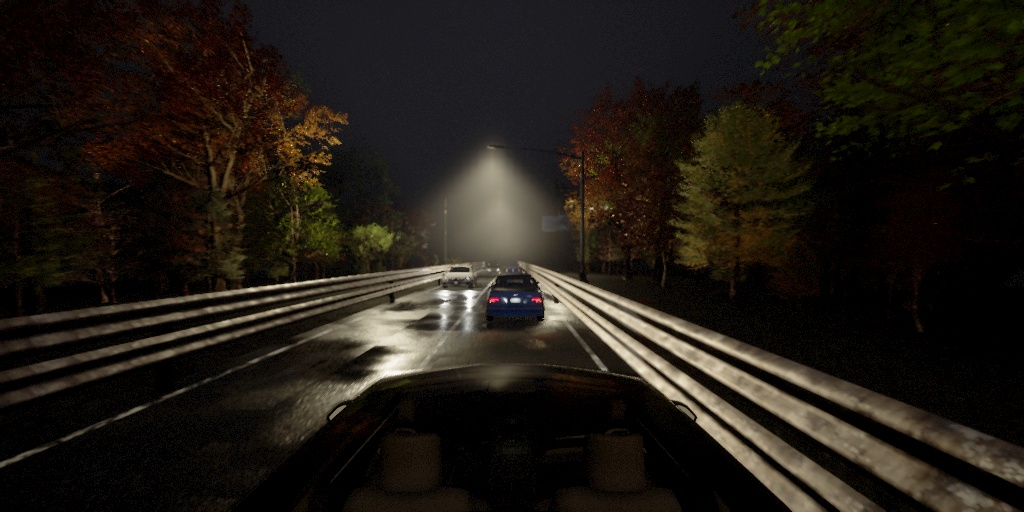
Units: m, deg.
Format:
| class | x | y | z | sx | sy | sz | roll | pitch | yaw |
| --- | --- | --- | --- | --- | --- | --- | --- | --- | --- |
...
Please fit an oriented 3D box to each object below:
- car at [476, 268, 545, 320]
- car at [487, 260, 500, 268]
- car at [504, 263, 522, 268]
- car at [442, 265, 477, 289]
| class | x | y | z | sx | sy | sz | roll | pitch | yaw |
| --- | --- | --- | --- | --- | --- | --- | --- | --- | --- |
| car | 0.097 | 1.300 | 12.604 | 2.033 | 1.411 | 5.357 | 0 | 0 | 0 |
| car | -3.295 | 1.485 | 65.321 | 2.097 | 1.767 | 4.553 | 0 | 0 | 0 |
| car | 0.098 | 1.462 | 37.841 | 2.033 | 1.411 | 5.357 | 0 | 0 | 0 |
| car | -3.351 | 1.331 | 23.766 | 1.812 | 1.442 | 4.674 | 0 | 0 | 0 |
